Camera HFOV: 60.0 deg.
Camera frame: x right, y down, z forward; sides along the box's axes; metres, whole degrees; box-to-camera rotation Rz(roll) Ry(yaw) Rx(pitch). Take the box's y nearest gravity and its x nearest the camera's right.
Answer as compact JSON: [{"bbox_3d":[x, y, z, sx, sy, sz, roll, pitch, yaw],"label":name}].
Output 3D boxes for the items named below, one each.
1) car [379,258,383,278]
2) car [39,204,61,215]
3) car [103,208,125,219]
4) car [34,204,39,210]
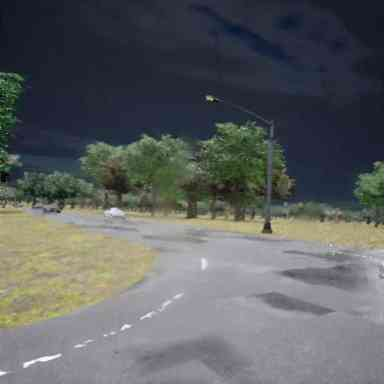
[{"bbox_3d":[6.564,1.790,7.055,1.812,1.442,4.674,4,-3,-33],"label":"car"},{"bbox_3d":[-21.034,2.617,49.904,2.033,1.411,5.357,6,-4,-33],"label":"car"},{"bbox_3d":[-11.068,3.024,47.312,1.812,1.442,4.674,6,-4,-32],"label":"car"},{"bbox_3d":[-38.253,3.762,83.103,2.033,1.411,5.357,5,-4,-30],"label":"car"}]
